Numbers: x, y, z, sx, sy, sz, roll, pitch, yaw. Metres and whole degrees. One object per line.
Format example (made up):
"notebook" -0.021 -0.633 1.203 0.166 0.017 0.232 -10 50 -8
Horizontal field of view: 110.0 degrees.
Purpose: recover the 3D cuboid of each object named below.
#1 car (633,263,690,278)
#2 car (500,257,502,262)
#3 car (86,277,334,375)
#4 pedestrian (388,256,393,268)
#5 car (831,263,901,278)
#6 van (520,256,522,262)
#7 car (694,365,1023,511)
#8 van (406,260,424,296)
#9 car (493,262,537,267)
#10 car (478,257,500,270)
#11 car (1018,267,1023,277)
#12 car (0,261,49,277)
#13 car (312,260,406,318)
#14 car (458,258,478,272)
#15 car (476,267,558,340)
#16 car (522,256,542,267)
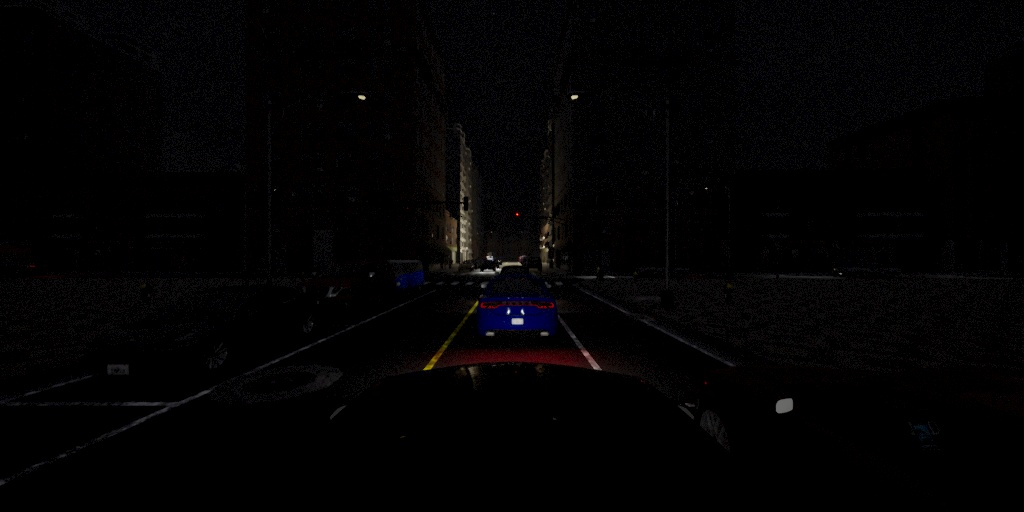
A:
"car" 13.771 1.306 33.266 4.718 1.301 1.895 0 0 1
"car" -2.962 1.255 56.770 1.895 1.301 4.718 0 0 0
"car" -5.845 1.315 7.505 1.948 1.339 4.313 0 0 0
"pedestrian" -12.476 0.842 36.766 0.375 1.860 0.375 0 0 1
"car" 32.440 1.318 32.945 4.718 1.301 1.895 0 0 1
"van" 2.798 0.977 62.729 1.690 1.789 3.998 0 0 0
"car" 2.668 1.295 1.822 1.888 1.381 4.507 0 0 0
"van" -5.821 1.087 18.786 1.690 1.789 3.998 0 0 0
"car" 0.134 1.250 19.224 1.837 1.490 4.892 0 0 0
"car" -3.002 1.230 46.172 2.033 1.411 5.357 0 0 0
"car" 49.381 1.253 32.554 4.718 1.301 1.895 0 0 1
"car" -47.484 1.181 34.291 4.902 1.511 2.128 0 0 1
"car" -5.833 1.063 13.145 2.192 1.841 5.009 0 0 0
"car" -5.764 1.209 45.634 1.751 1.417 4.829 0 0 0
"car" 0.118 1.227 10.022 1.882 1.535 5.008 0 0 0
"car" 2.763 0.998 45.759 2.192 1.841 5.009 0 0 0
